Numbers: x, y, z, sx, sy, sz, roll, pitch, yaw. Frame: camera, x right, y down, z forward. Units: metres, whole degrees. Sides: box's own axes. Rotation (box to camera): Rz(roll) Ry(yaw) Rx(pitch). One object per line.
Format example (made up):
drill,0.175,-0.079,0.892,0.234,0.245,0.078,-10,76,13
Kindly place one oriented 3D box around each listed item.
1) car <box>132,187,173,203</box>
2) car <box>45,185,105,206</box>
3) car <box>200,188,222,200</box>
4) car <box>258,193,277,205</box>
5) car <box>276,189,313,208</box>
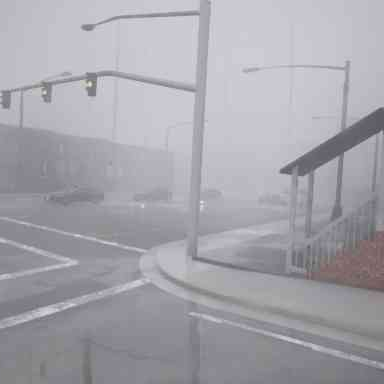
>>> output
car,-3.942,0.244,34.081,1.837,1.490,4.892,5,3,36
car,-9.284,0.228,26.668,2.128,1.511,4.902,5,3,36
car,1.996,0.247,42.297,1.837,1.490,4.892,5,3,36
car,9.691,0.787,40.735,1.994,1.385,4.181,5,3,36
car,12.082,0.680,38.036,2.150,2.045,5.566,5,3,36
